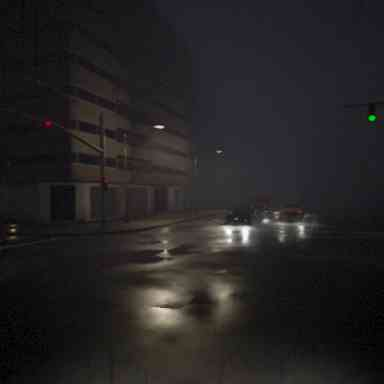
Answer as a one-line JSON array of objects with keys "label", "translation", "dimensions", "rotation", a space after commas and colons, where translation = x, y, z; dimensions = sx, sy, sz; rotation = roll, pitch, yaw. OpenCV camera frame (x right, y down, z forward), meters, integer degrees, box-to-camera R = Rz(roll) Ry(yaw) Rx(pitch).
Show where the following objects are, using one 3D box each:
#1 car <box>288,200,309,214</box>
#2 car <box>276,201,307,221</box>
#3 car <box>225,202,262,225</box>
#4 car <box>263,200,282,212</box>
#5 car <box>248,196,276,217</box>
[{"label": "car", "translation": [12.585, 1.732, 39.175], "dimensions": [2.033, 1.411, 5.357], "rotation": [-1, -1, 21]}, {"label": "car", "translation": [8.878, 1.627, 29.377], "dimensions": [1.882, 1.535, 5.008], "rotation": [-1, -1, 21]}, {"label": "car", "translation": [3.938, 1.775, 26.215], "dimensions": [1.994, 1.385, 4.181], "rotation": [-1, -1, 21]}, {"label": "car", "translation": [10.784, 1.840, 44.333], "dimensions": [1.994, 1.385, 4.181], "rotation": [-1, -1, 21]}, {"label": "car", "translation": [7.220, 1.465, 34.977], "dimensions": [2.150, 2.045, 5.566], "rotation": [-1, -1, 21]}]
